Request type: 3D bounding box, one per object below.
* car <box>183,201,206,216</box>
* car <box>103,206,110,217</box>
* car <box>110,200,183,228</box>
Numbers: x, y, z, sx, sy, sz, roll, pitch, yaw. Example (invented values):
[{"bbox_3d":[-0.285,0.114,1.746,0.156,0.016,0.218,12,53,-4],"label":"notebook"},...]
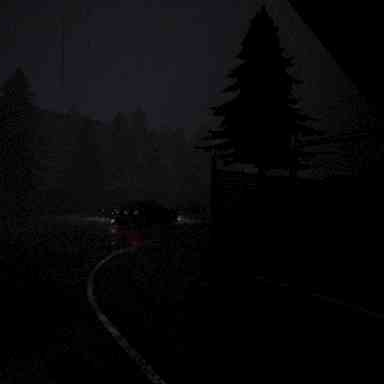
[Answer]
[{"bbox_3d":[-0.416,1.563,32.806,1.994,1.385,4.181,0,0,35],"label":"car"},{"bbox_3d":[-6.043,1.504,30.923,1.837,1.490,4.892,0,0,35],"label":"car"},{"bbox_3d":[-2.971,1.352,22.671,2.097,1.767,4.553,0,0,34],"label":"car"}]
